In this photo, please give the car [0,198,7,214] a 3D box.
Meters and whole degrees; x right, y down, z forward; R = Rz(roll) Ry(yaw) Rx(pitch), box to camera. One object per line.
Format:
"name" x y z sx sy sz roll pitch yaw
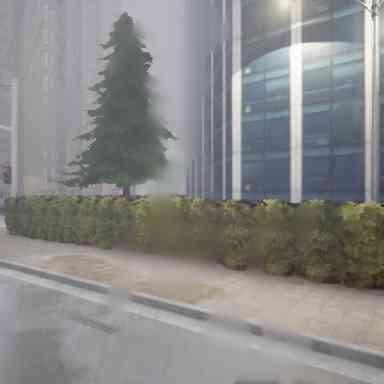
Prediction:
"car" -18.878 1.352 32.090 2.097 1.767 4.553 0 0 36
